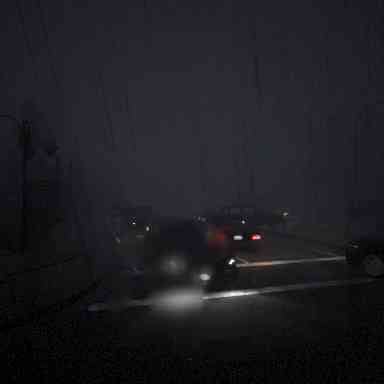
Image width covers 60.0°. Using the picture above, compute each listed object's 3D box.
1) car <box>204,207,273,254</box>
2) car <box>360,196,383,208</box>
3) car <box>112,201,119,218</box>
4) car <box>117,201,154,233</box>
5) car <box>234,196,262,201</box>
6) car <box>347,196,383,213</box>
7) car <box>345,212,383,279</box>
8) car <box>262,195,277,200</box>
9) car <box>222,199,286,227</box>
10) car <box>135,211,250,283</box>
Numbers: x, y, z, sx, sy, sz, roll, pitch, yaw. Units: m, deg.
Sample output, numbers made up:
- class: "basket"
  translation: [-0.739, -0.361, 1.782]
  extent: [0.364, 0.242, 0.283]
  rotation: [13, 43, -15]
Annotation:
- class: "car"
  translation: [1.351, 1.538, 13.389]
  extent: [2.033, 1.411, 5.357]
  rotation: [0, 0, -4]
- class: "car"
  translation: [23.911, 1.274, 43.180]
  extent: [1.845, 1.501, 3.633]
  rotation: [0, 0, -17]
- class: "car"
  translation: [-6.258, 1.515, 30.098]
  extent: [2.033, 1.411, 5.357]
  rotation: [0, 0, -17]
- class: "car"
  translation: [-3.101, 1.529, 19.945]
  extent: [2.033, 1.411, 5.357]
  rotation: [0, 0, -17]
- class: "car"
  translation: [7.366, 1.287, 46.156]
  extent: [2.007, 1.523, 4.514]
  rotation: [0, 0, -17]
- class: "car"
  translation: [15.598, 1.356, 29.196]
  extent: [1.970, 1.475, 3.806]
  rotation: [0, 0, -17]
- class: "car"
  translation: [6.531, 1.475, 8.238]
  extent: [5.008, 1.535, 1.882]
  rotation: [0, 0, 39]
- class: "car"
  translation: [10.355, 1.277, 47.111]
  extent: [2.152, 1.636, 5.027]
  rotation: [0, 0, -17]
- class: "car"
  translation: [2.849, 1.467, 19.895]
  extent: [5.357, 1.411, 2.033]
  rotation: [-3, 1, -15]
- class: "car"
  translation: [-0.371, 1.543, 10.110]
  extent: [2.033, 1.411, 5.357]
  rotation: [0, 0, -15]
